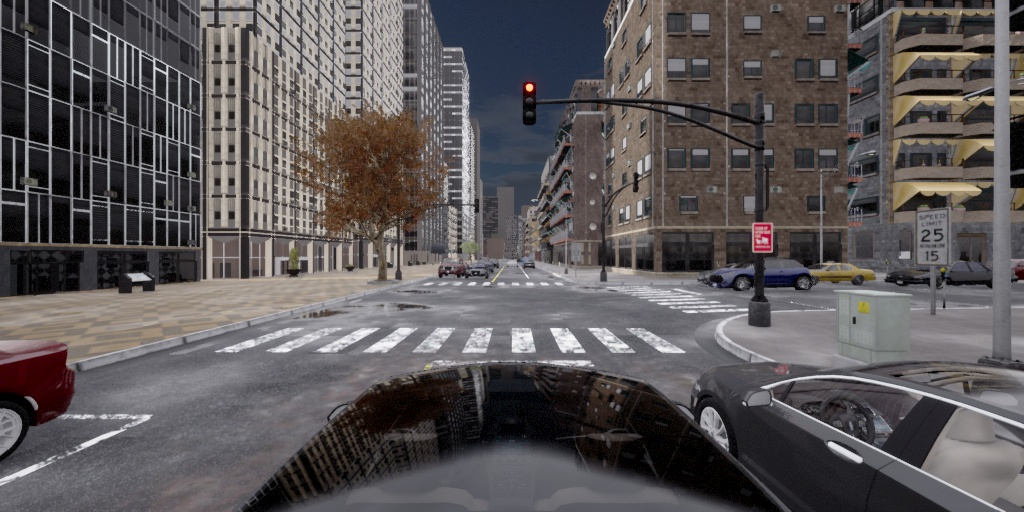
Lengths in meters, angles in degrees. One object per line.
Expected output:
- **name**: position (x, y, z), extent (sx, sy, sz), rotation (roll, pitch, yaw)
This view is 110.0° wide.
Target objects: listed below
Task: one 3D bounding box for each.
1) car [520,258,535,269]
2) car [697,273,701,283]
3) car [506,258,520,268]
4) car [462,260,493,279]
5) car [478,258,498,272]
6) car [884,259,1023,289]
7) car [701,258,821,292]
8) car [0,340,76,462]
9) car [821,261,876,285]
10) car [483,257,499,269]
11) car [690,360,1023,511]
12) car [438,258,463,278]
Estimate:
- **car**: position (2.682, 1.348, 56.494), extent (1.948, 1.339, 4.313), rotation (0, 0, 0)
- **car**: position (13.432, 1.095, 21.433), extent (4.403, 1.370, 2.007), rotation (0, 0, -1)
- **car**: position (0.095, 1.317, 63.595), extent (1.812, 1.442, 4.674), rotation (0, 0, 0)
- **car**: position (-3.096, 1.326, 32.885), extent (1.994, 1.385, 4.181), rotation (0, 0, 1)
- **car**: position (-3.105, 1.318, 43.524), extent (2.033, 1.411, 5.357), rotation (0, 0, 0)
- **car**: position (23.114, 0.958, 18.944), extent (5.357, 1.411, 2.033), rotation (-1, 0, -1)
- **car**: position (12.956, 0.903, 18.901), extent (4.553, 1.767, 2.097), rotation (-1, 0, 1)
- **car**: position (-5.692, 1.295, 2.015), extent (1.888, 1.381, 4.507), rotation (0, 0, 0)
- **car**: position (18.829, 0.992, 21.489), extent (4.829, 1.417, 1.751), rotation (0, 0, -1)
- **car**: position (-3.090, 1.137, 56.271), extent (2.097, 1.767, 4.553), rotation (0, 0, 0)
- **car**: position (2.689, 1.300, 2.016), extent (2.007, 1.370, 4.403), rotation (0, 0, 0)
- **car**: position (-5.696, 1.078, 34.402), extent (2.192, 1.841, 5.009), rotation (0, 0, 0)
